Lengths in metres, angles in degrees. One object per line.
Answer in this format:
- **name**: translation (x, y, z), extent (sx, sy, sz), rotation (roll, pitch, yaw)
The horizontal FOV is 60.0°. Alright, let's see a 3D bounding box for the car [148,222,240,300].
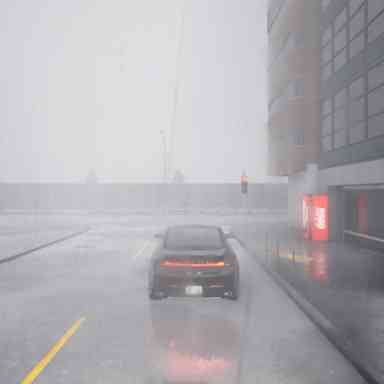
- **car**: translation (0.055, 1.504, 8.361), extent (1.837, 1.490, 4.892), rotation (0, 0, 1)
